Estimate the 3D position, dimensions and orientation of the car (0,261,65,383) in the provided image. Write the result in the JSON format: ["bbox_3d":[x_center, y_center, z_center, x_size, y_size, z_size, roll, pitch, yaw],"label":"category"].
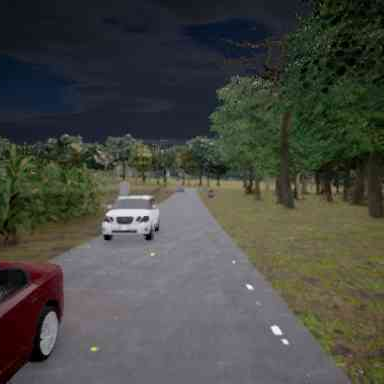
[{"bbox_3d":[-2.854,1.484,3.061,1.882,1.535,5.008,0,0,0],"label":"car"}]

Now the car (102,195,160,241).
[{"bbox_3d":[-2.883,1.186,16.908,2.150,2.045,5.566,0,0,0],"label":"car"}]

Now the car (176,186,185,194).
[{"bbox_3d":[-3.031,-0.574,91.696,2.150,2.045,5.566,0,2,0],"label":"car"}]
